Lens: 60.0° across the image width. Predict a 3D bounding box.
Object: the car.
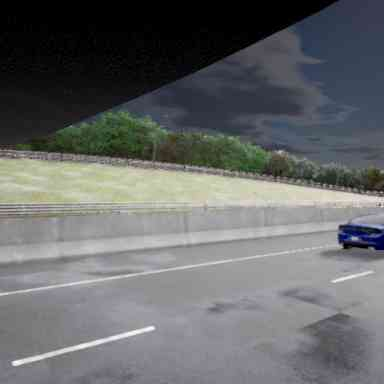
[{"bbox_3d":[8.140,1.623,13.960,5.008,1.535,1.882,0,0,-35],"label":"car"}]
